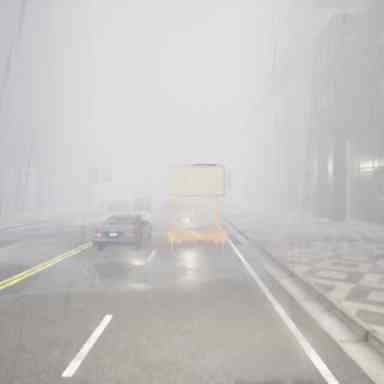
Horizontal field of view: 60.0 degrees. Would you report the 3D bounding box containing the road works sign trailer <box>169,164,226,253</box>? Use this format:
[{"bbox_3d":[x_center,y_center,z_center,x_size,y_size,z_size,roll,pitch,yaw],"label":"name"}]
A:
[{"bbox_3d":[0.231,0.591,14.400,2.380,3.560,2.880,0,0,1],"label":"road works sign trailer"}]

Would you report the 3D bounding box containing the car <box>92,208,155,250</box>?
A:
[{"bbox_3d":[-2.973,1.694,15.181,2.033,1.411,5.357,0,0,1],"label":"car"}]

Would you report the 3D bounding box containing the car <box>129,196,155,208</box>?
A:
[{"bbox_3d":[-6.111,1.571,42.538,2.150,2.045,5.566,0,-1,1],"label":"car"}]

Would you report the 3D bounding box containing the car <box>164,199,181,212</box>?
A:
[{"bbox_3d":[-2.649,1.704,45.493,2.097,1.767,4.553,0,0,1],"label":"car"}]

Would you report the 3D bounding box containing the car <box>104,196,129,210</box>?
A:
[{"bbox_3d":[-9.357,1.711,42.657,2.097,1.767,4.553,0,0,1],"label":"car"}]
